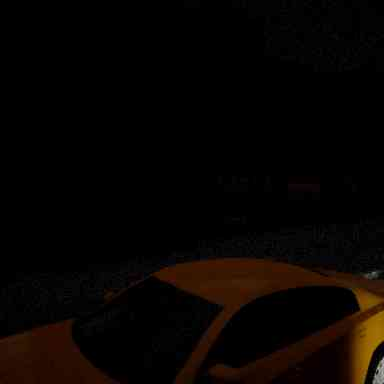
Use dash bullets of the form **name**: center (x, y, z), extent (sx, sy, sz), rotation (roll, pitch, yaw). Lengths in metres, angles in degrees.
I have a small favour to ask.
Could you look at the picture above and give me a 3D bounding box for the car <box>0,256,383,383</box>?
- **car**: center (0.208, 1.477, 3.217), extent (5.008, 1.535, 1.882), rotation (0, 0, -36)
